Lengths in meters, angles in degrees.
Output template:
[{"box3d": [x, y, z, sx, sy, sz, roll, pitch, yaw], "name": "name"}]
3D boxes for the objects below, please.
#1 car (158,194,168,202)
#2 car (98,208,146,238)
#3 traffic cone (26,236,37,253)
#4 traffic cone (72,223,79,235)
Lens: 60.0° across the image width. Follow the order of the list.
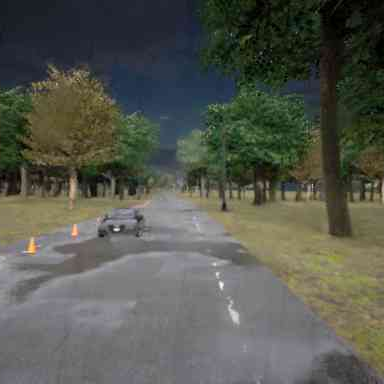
[{"box3d": [-6.295, 1.323, 72.833, 2.097, 1.767, 4.553, 0, 0, -6], "name": "car"}, {"box3d": [-3.549, 1.552, 17.449, 1.994, 1.385, 4.181, 0, 0, -2], "name": "car"}, {"box3d": [-6.015, 1.960, 12.527, 0.340, 0.580, 0.340, 0, 0, -1], "name": "traffic cone"}, {"box3d": [-6.141, 1.954, 17.515, 0.340, 0.580, 0.340, 0, 0, -2], "name": "traffic cone"}]
